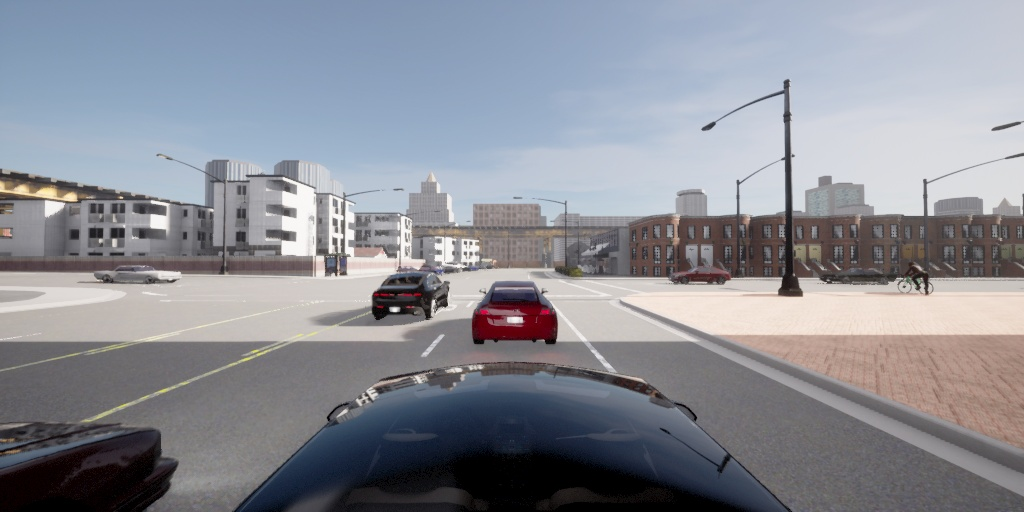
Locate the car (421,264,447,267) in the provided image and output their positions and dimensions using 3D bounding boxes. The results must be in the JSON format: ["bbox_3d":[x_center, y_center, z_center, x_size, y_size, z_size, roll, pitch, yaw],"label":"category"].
[{"bbox_3d":[-10.184,1.989,46.217,1.895,1.301,4.718,0,-1,3],"label":"car"}]

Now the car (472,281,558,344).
[{"bbox_3d":[0.054,1.347,9.656,1.994,1.385,4.181,0,0,0],"label":"car"}]

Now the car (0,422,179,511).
[{"bbox_3d":[-3.392,1.297,0.127,2.033,1.411,5.357,0,0,0],"label":"car"}]

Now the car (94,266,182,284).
[{"bbox_3d":[-27.213,1.354,26.232,4.718,1.301,1.895,1,-1,-1],"label":"car"}]

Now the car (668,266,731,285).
[{"bbox_3d":[15.238,1.572,29.195,4.674,1.442,1.812,0,-1,1],"label":"car"}]

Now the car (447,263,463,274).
[{"bbox_3d":[-9.638,2.200,56.798,1.895,1.301,4.718,0,-1,4],"label":"car"}]

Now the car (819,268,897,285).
[{"bbox_3d":[27.771,1.641,28.942,4.718,1.301,1.895,0,-1,1],"label":"car"}]

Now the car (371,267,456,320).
[{"bbox_3d":[-3.452,1.313,12.966,1.837,1.490,4.892,0,0,0],"label":"car"}]

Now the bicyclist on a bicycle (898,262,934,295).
[{"bbox_3d":[20.347,1.128,18.119,0.582,1.620,1.656,0,-1,1],"label":"bicyclist on a bicycle"}]
